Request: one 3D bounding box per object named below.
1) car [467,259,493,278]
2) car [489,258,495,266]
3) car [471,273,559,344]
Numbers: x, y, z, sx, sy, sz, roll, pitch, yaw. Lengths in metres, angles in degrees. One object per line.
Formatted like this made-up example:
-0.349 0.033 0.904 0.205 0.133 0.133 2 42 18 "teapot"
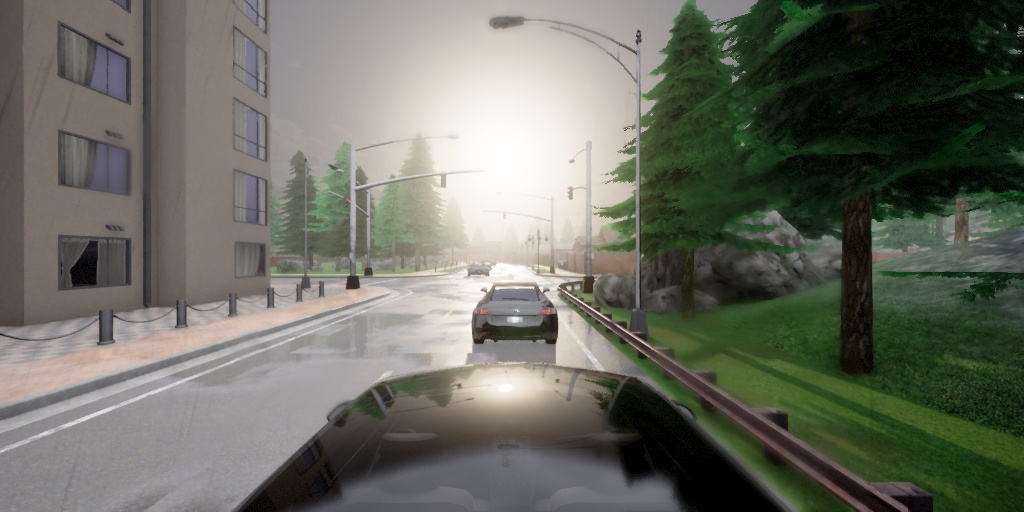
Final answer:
-3.263 1.290 34.278 1.994 1.385 4.181 0 0 -8 "car"
-3.979 1.268 53.411 2.033 1.411 5.357 0 0 0 "car"
0.081 1.314 9.577 1.994 1.385 4.181 0 0 1 "car"
